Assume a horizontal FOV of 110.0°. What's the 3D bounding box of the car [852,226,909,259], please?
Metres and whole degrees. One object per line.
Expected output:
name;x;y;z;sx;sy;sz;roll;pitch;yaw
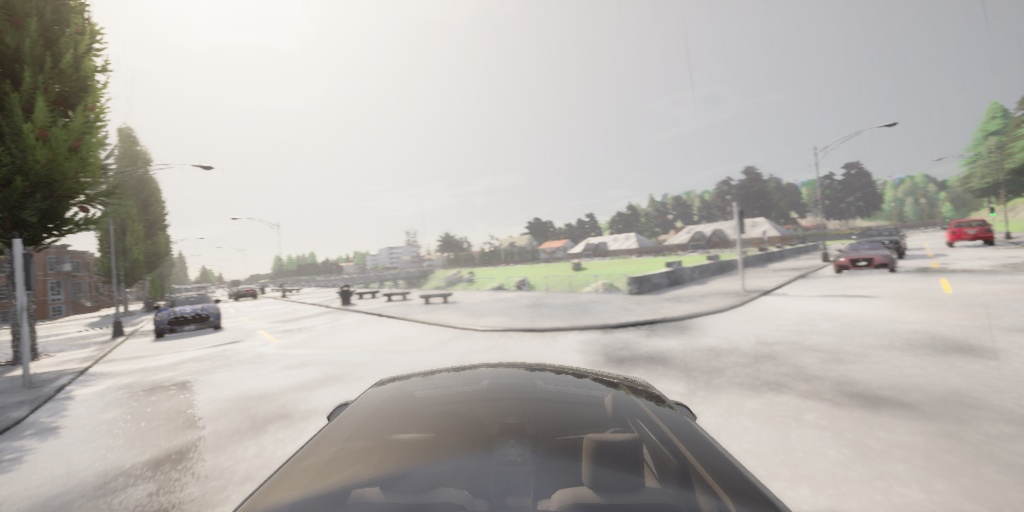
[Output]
car;23.879;-0.867;23.299;5.566;2.045;2.150;-4;-1;-41

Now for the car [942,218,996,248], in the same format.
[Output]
car;34.770;-1.754;27.361;5.566;2.045;2.150;-4;-1;-41

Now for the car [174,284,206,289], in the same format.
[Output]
car;-21.264;2.955;23.811;2.150;2.045;5.566;-4;-1;-41

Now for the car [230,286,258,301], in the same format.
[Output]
car;-28.895;4.013;38.866;1.837;1.490;4.892;-4;-1;-42

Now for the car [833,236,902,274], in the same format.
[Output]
car;16.721;0.028;16.962;4.181;1.385;1.994;-4;-1;-41

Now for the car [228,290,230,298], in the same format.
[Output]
car;-35.620;4.743;46.526;1.895;1.301;4.718;-4;-1;-41

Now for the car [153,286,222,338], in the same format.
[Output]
car;-14.454;2.444;16.070;2.097;1.767;4.553;-4;-1;-41
